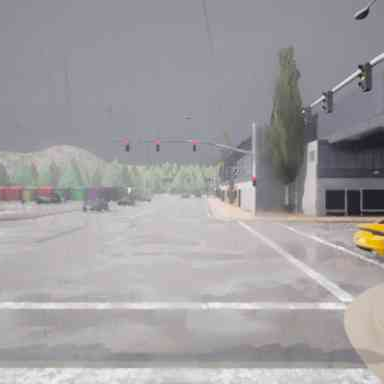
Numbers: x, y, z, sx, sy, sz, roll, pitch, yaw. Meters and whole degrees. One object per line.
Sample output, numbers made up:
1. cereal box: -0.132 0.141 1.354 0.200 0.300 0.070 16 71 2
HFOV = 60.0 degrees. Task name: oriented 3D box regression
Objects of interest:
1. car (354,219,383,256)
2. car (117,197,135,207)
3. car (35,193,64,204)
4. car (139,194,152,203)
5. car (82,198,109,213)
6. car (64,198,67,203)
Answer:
1. car: 8.128 1.473 11.092 5.008 1.535 1.882 0 0 0
2. car: -10.208 1.497 52.008 2.033 1.411 5.357 0 0 2
3. car: -24.795 1.101 57.473 3.866 1.878 1.905 0 0 0
4. car: -9.632 1.290 68.936 2.097 1.767 4.553 0 0 2
5. car: -10.614 1.456 36.823 2.128 1.511 4.902 0 0 1
6. car: -24.775 1.337 60.368 3.806 1.475 1.970 0 0 0
